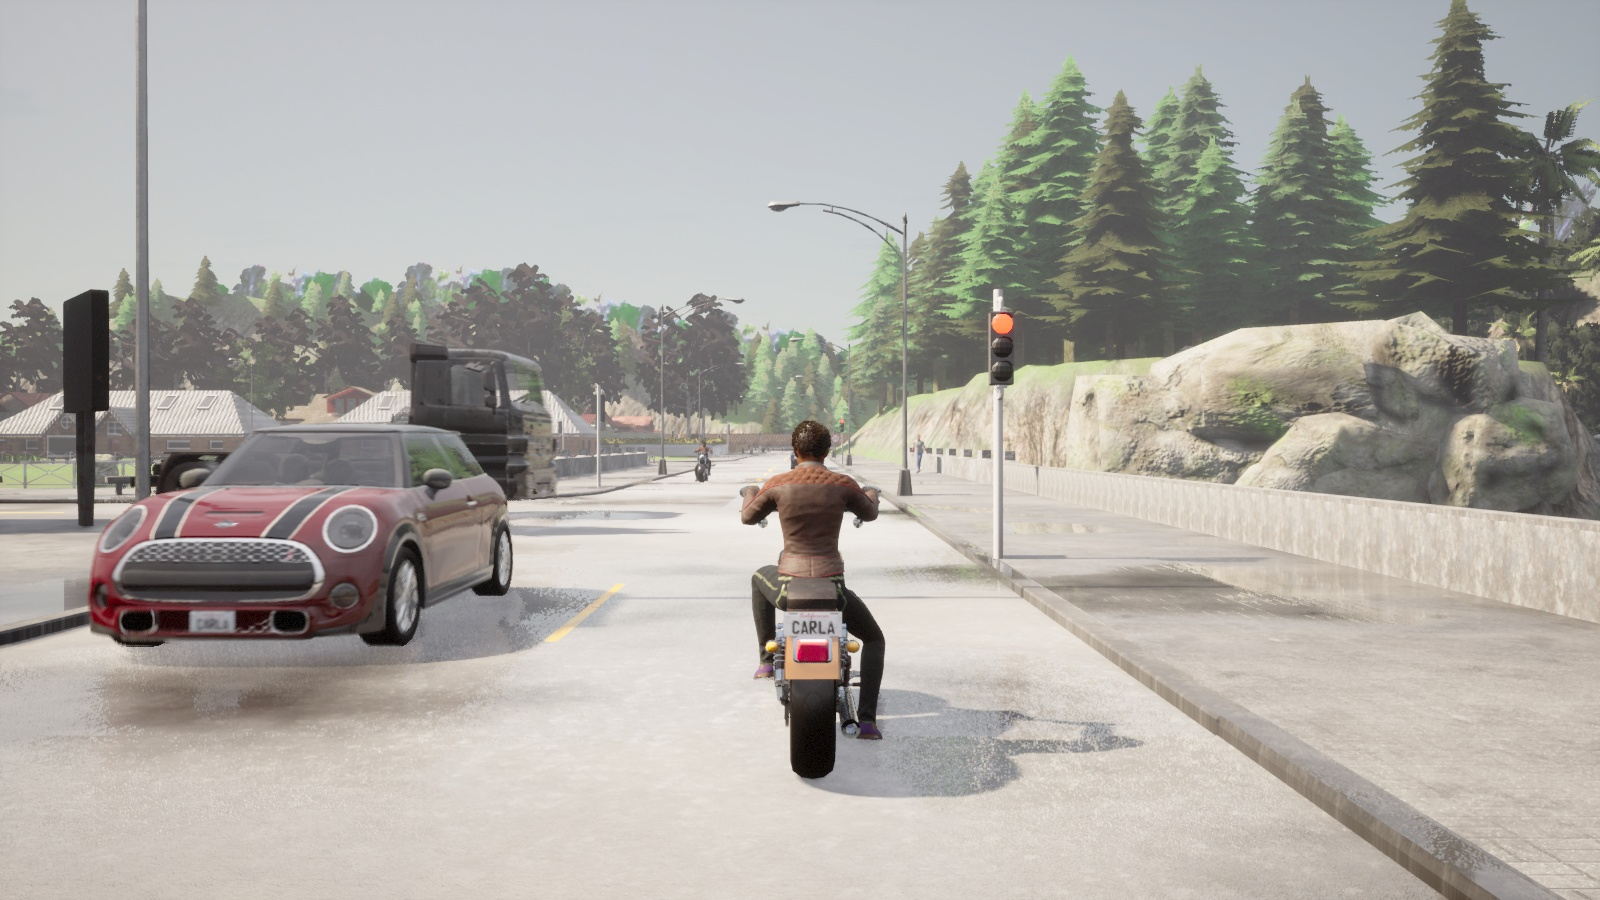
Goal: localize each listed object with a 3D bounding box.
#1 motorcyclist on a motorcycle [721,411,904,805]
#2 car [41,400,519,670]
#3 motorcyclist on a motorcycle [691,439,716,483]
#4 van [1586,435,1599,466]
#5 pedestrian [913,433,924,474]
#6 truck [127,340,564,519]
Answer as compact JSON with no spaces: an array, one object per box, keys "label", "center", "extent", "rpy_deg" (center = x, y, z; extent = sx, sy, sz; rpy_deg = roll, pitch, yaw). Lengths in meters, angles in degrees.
[{"label":"motorcyclist on a motorcycle","center":[0.055,0.661,6.438],"extent":[0.766,1.649,2.350],"rpy_deg":[0,0,0]},{"label":"car","center":[-3.911,0.543,10.496],"extent":[2.097,1.767,4.553],"rpy_deg":[0,0,0]},{"label":"motorcyclist on a motorcycle","center":[-3.716,0.421,48.349],"extent":[0.766,1.649,2.350],"rpy_deg":[0,0,0]},{"label":"van","center":[53.957,0.051,82.330],"extent":[2.069,2.038,4.480],"rpy_deg":[0,0,0]},{"label":"pedestrian","center":[5.354,0.140,56.737],"extent":[0.354,1.836,0.706],"rpy_deg":[0,0,-4]},{"label":"truck","center":[-9.140,-0.389,25.839],"extent":[7.936,3.462,2.891],"rpy_deg":[0,0,3]}]
